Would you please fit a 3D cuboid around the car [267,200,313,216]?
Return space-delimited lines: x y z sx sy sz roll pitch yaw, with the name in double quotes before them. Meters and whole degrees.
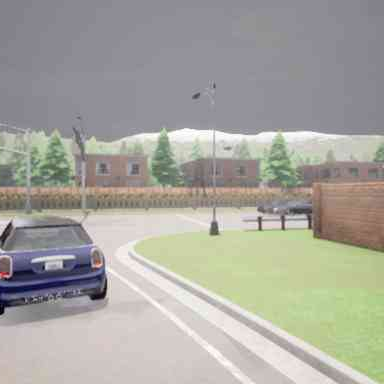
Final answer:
"car" 9.853 1.491 30.699 4.902 1.511 2.128 0 0 -15

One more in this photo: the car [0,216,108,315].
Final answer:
"car" -3.573 1.351 7.881 2.097 1.767 4.553 0 0 -30

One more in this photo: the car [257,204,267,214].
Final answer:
"car" 8.845 1.562 34.051 4.181 1.385 1.994 0 0 -15
